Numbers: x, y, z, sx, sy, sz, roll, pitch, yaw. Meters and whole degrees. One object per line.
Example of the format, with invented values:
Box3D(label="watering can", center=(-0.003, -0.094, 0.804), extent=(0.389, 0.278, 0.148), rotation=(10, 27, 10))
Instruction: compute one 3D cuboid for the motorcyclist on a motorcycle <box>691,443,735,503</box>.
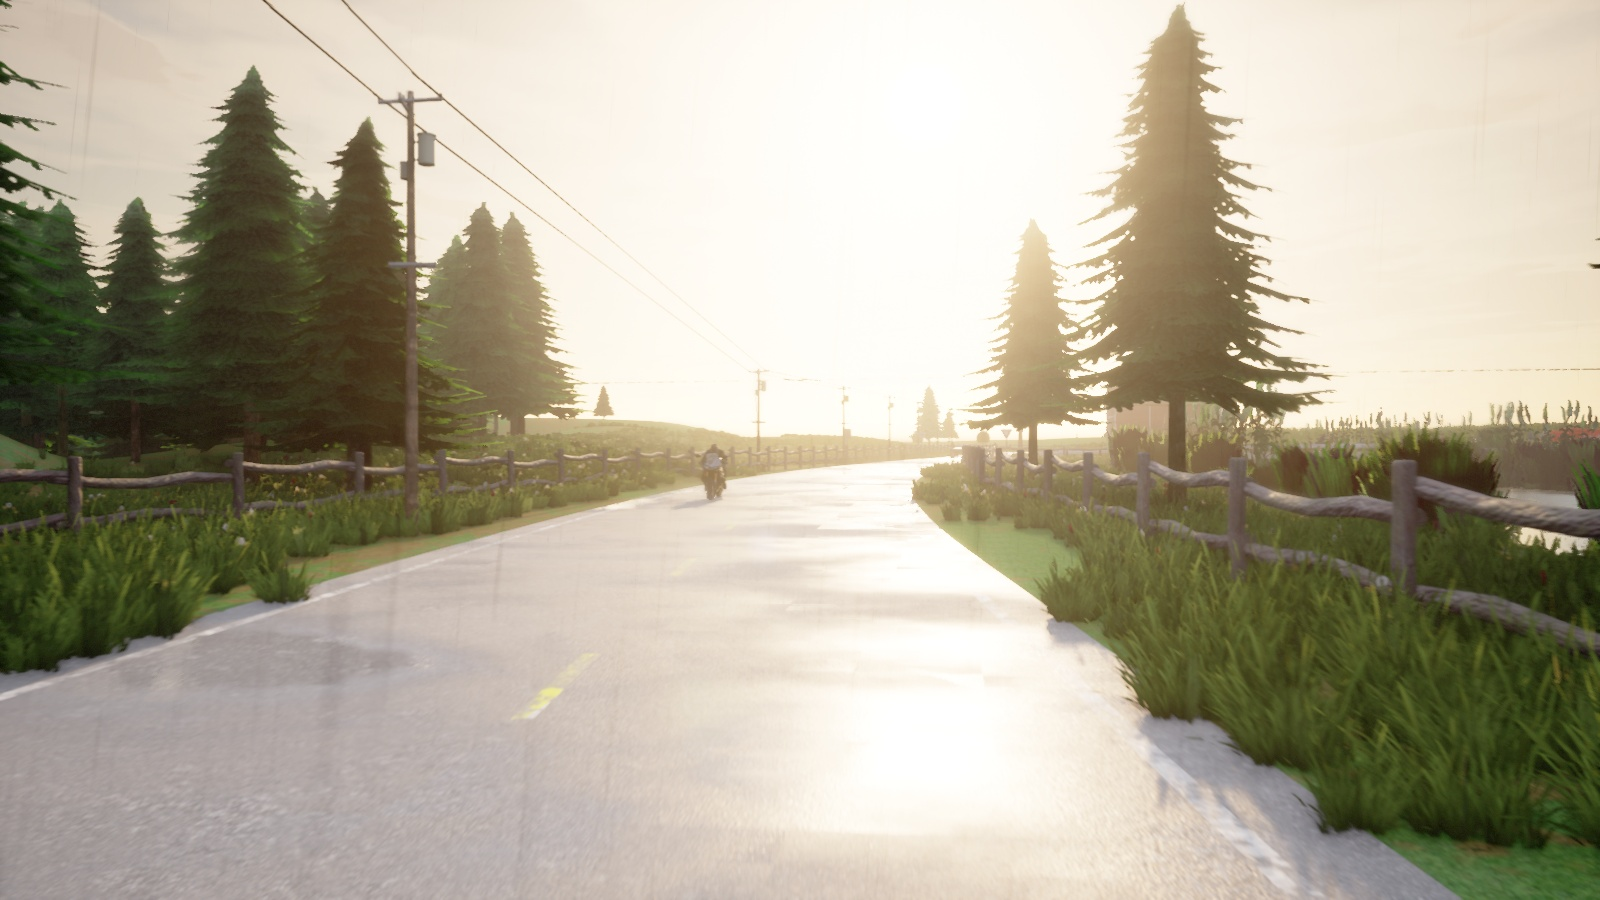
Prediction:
Box3D(label="motorcyclist on a motorcycle", center=(-2.280, 0.592, 33.196), extent=(0.866, 1.530, 2.191), rotation=(0, 0, 4))
